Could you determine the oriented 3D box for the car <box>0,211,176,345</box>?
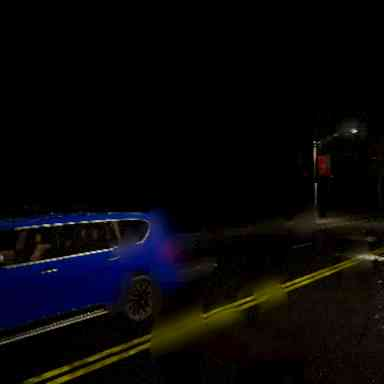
[{"bbox_3d":[-2.782,1.419,5.751,5.566,2.045,2.150,0,-2,-45],"label":"car"}]
